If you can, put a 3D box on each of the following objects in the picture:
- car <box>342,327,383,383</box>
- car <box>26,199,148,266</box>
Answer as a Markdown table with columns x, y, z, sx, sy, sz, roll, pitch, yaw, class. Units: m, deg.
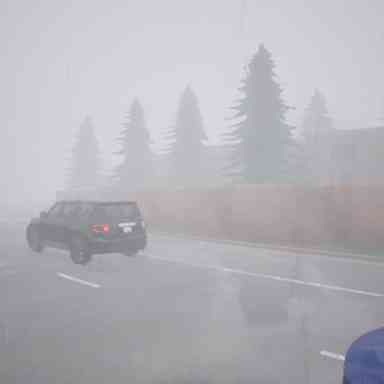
| x | y | z | sx | sy | sz | roll | pitch | yaw | class |
| --- | --- | --- | --- | --- | --- | --- | --- | --- | --- |
| 3.464 | 1.490 | 1.659 | 5.008 | 1.535 | 1.882 | 0 | 0 | 34 | car |
| -3.956 | 1.258 | 12.072 | 5.566 | 2.045 | 2.150 | 0 | 0 | 43 | car |
